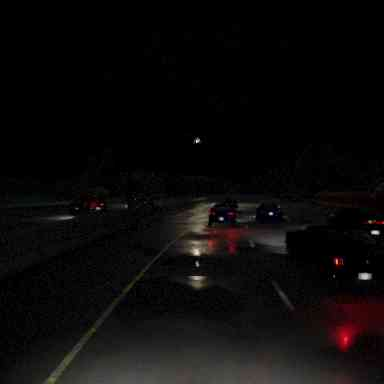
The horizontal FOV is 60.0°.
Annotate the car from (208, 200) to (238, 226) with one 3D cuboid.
[{"bbox_3d":[2.189,1.552,23.579,1.812,1.442,4.674,0,0,8],"label":"car"}]

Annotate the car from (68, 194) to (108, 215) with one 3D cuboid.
[{"bbox_3d":[-10.602,1.231,34.499,2.150,2.045,5.566,0,0,8],"label":"car"}]

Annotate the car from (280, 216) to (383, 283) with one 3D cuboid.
[{"bbox_3d":[4.077,1.618,9.741,1.895,1.301,4.718,0,0,4],"label":"car"}]

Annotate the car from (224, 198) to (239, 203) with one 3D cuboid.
[{"bbox_3d":[4.663,1.551,40.938,1.837,1.490,4.892,0,0,8],"label":"car"}]

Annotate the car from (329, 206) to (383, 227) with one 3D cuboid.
[{"bbox_3d":[8.384,1.538,17.038,1.837,1.490,4.892,0,0,7],"label":"car"}]

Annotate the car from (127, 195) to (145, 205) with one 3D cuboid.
[{"bbox_3d":[-10.212,1.397,61.157,2.097,1.767,4.553,0,0,8],"label":"car"}]

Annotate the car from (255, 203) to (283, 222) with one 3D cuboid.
[{"bbox_3d":[6.212,1.601,26.994,1.994,1.385,4.181,0,0,8],"label":"car"}]

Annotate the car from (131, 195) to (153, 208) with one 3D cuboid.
[{"bbox_3d":[-6.108,1.517,41.128,2.128,1.511,4.902,0,0,8],"label":"car"}]
